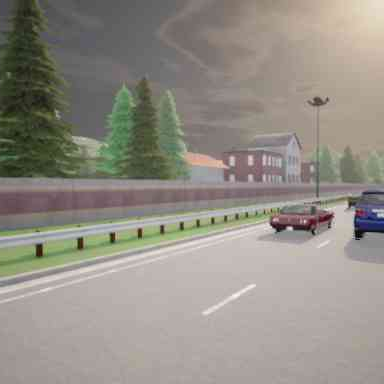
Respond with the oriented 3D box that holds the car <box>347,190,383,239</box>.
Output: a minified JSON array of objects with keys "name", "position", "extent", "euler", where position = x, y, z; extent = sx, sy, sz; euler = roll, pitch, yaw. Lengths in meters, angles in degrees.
[{"name":"car","position":[8.541,0.906,14.455],"extent":[2.150,2.045,5.566],"euler":[1,1,35]}]

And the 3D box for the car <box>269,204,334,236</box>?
[{"name":"car","position":[5.520,1.248,16.251],"extent":[1.895,1.301,4.718],"euler":[1,1,35]}]

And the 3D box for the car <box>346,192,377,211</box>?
[{"name":"car","position":[15.930,0.805,31.147],"extent":[1.882,1.535,5.008],"euler":[1,1,35]}]
